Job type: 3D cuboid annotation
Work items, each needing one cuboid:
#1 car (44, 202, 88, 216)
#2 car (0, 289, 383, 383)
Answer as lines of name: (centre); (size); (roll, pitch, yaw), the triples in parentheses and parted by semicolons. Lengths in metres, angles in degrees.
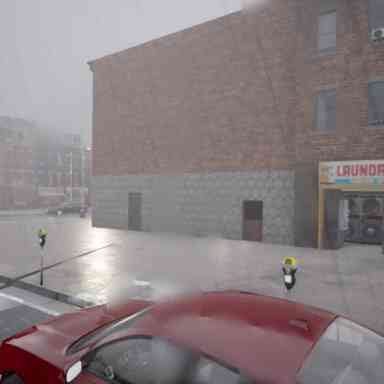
car: (-14.107, 1.856, 37.495); (1.837, 1.490, 4.892); (1, 0, 36)
car: (0.132, 1.544, 2.704); (4.507, 1.381, 1.887); (0, 1, 36)
